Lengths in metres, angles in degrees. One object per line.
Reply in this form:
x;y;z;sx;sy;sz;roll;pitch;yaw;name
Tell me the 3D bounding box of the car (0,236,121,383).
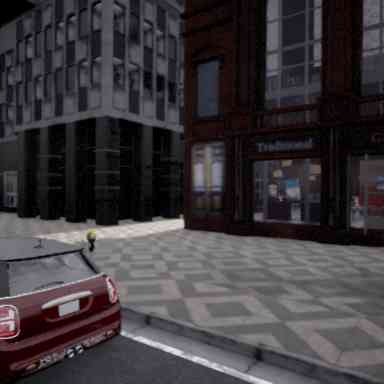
-3.062;1.414;5.144;4.097;1.590;1.967;0;0;36;car
